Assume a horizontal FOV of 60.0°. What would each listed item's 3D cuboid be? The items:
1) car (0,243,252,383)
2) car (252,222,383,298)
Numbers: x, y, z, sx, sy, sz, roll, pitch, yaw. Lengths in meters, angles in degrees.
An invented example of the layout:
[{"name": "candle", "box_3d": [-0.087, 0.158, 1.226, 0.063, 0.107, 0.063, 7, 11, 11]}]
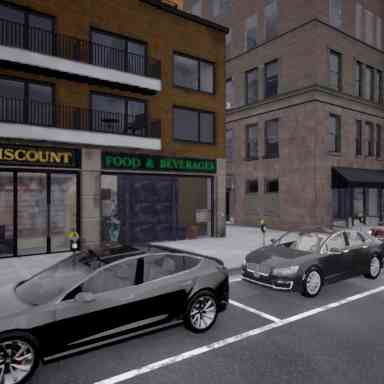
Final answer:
[{"name": "car", "box_3d": [-1.335, 1.566, 5.234, 4.313, 1.339, 1.947, 0, 0, -35]}, {"name": "car", "box_3d": [3.173, 1.551, 8.416, 4.403, 1.369, 2.008, 0, 0, -35]}]
